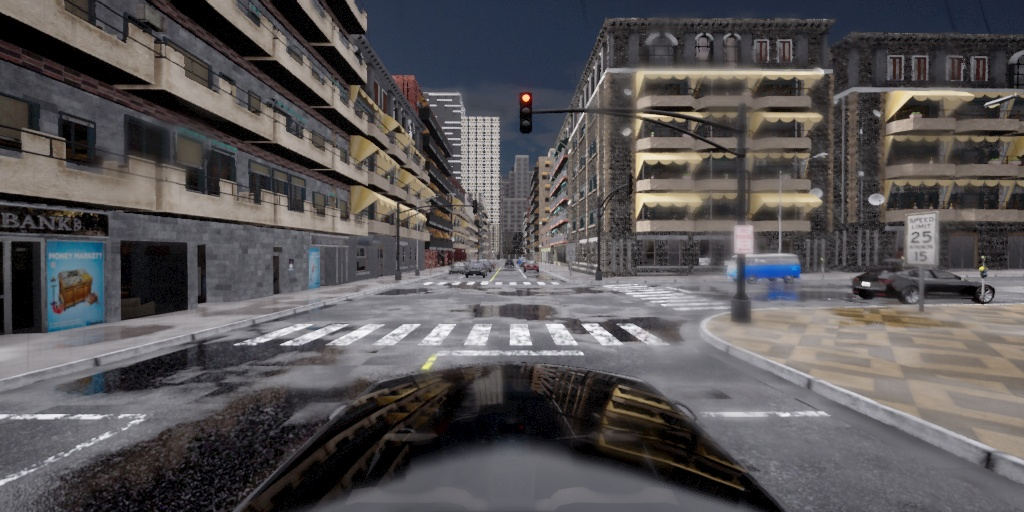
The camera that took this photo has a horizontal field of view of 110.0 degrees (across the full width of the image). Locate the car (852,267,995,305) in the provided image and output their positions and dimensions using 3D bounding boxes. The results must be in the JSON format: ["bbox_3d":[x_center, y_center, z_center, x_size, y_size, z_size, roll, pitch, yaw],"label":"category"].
[{"bbox_3d":[15.687,1.082,13.828,4.313,1.339,1.948,0,0,-1],"label":"car"}]

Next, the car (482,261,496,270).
[{"bbox_3d":[-3.484,1.387,54.723,1.895,1.301,4.718,0,0,0],"label":"car"}]

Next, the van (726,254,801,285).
[{"bbox_3d":[15.506,0.791,22.207,3.998,1.789,1.690,0,0,-1],"label":"van"}]

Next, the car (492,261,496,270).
[{"bbox_3d":[-3.415,1.323,44.613,2.033,1.411,5.357,0,0,0],"label":"car"}]

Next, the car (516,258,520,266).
[{"bbox_3d":[2.242,1.344,62.098,2.007,1.370,4.403,0,0,0],"label":"car"}]

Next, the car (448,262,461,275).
[{"bbox_3d":[-5.973,1.321,39.930,2.007,1.370,4.403,0,0,0],"label":"car"}]

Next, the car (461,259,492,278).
[{"bbox_3d":[-3.339,1.314,34.529,2.033,1.411,5.357,0,0,0],"label":"car"}]

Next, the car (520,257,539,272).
[{"bbox_3d":[2.365,1.216,45.515,1.967,1.591,4.097,0,0,0],"label":"car"}]
